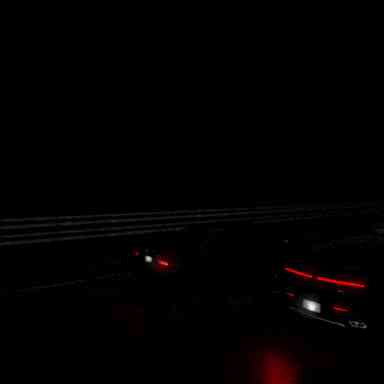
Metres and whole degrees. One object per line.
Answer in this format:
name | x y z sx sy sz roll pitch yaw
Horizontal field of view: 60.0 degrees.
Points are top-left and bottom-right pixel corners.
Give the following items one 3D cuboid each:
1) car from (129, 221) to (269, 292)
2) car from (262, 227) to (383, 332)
car | 1.075 1.498 8.802 5.357 1.411 2.033 -1 1 -36
car | 3.778 1.457 6.439 4.892 1.490 1.837 -1 0 -35
